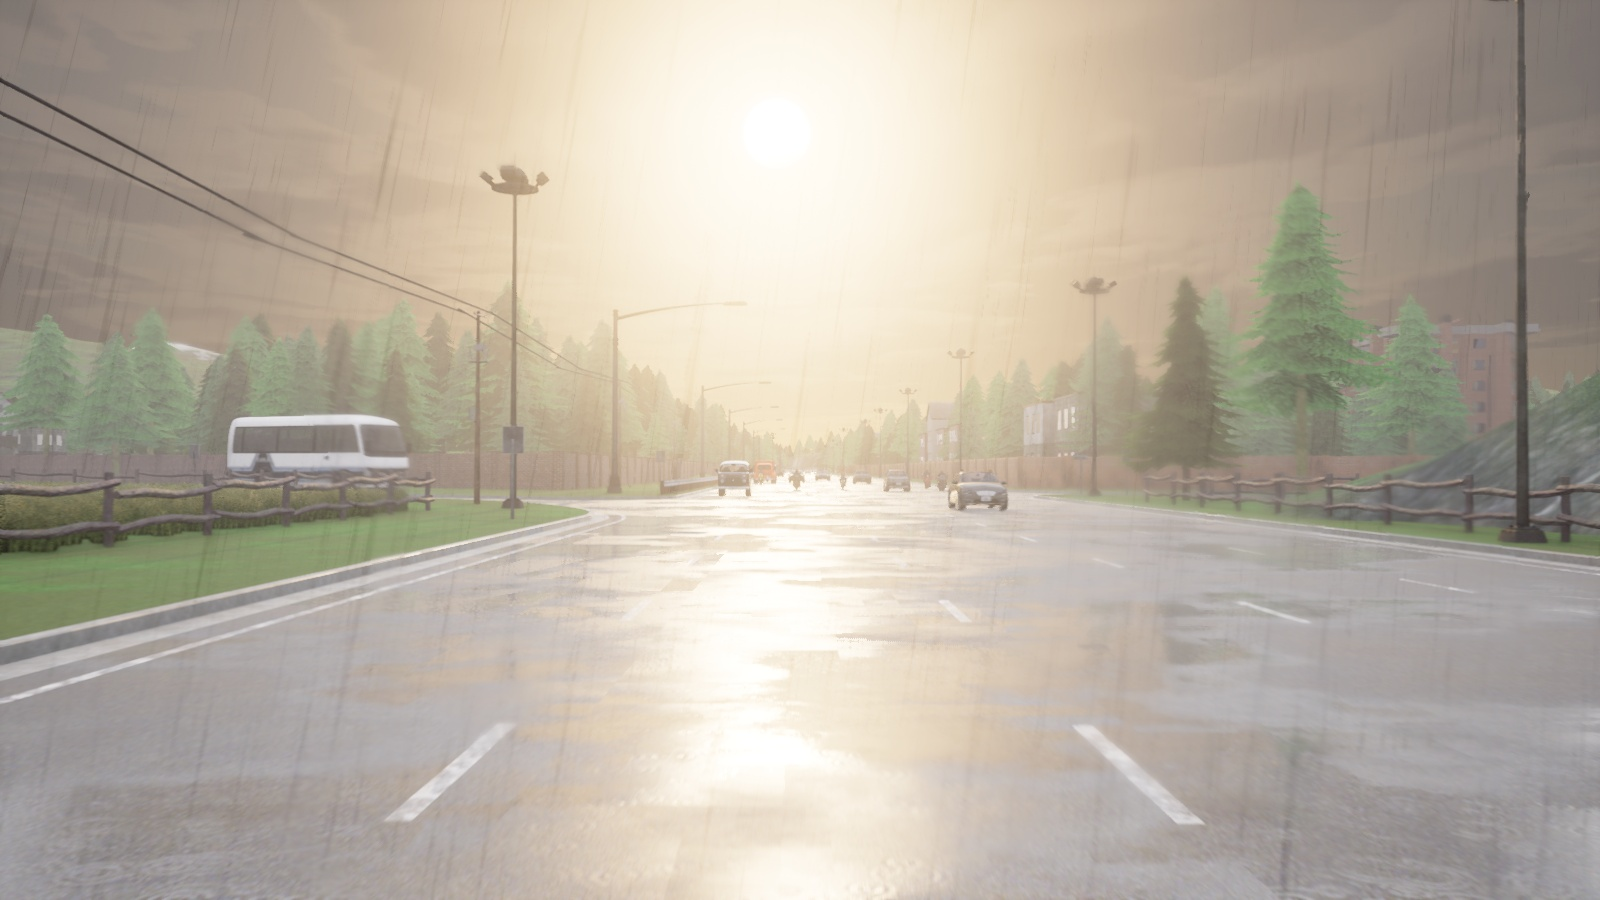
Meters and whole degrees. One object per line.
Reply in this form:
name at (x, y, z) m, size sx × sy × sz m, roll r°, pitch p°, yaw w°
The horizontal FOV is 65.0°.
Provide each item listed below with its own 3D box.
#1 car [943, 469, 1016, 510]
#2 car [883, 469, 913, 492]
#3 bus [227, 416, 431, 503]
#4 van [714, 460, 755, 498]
car at (6.882, 1.479, 48.621) m, size 2.128 × 1.511 × 4.902 m, roll 0°, pitch -1°, yaw 0°
car at (6.788, 2.095, 87.664) m, size 1.789 × 1.549 × 3.705 m, roll 0°, pitch -1°, yaw 0°
bus at (-24.671, 0.531, 65.646) m, size 10.273 × 4.253 × 3.944 m, roll -1°, pitch -1°, yaw 25°
van at (-3.674, 1.635, 71.276) m, size 2.069 × 2.038 × 4.480 m, roll 0°, pitch -1°, yaw 0°
